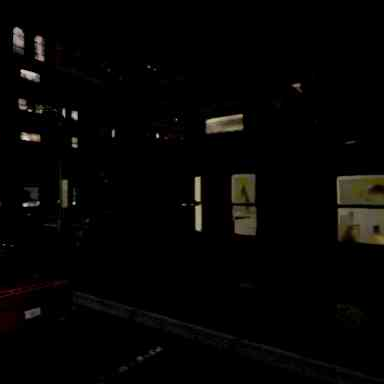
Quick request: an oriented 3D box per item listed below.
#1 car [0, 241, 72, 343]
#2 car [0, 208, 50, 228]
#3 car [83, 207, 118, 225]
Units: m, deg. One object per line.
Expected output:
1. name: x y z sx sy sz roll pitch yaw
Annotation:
1. car: -4.013 1.538 5.905 4.507 1.381 1.887 0 0 36
2. car: -12.411 1.756 22.334 2.033 1.411 5.357 -1 -1 35
3. car: -6.433 1.862 26.211 2.008 1.369 4.403 -2 -2 35
